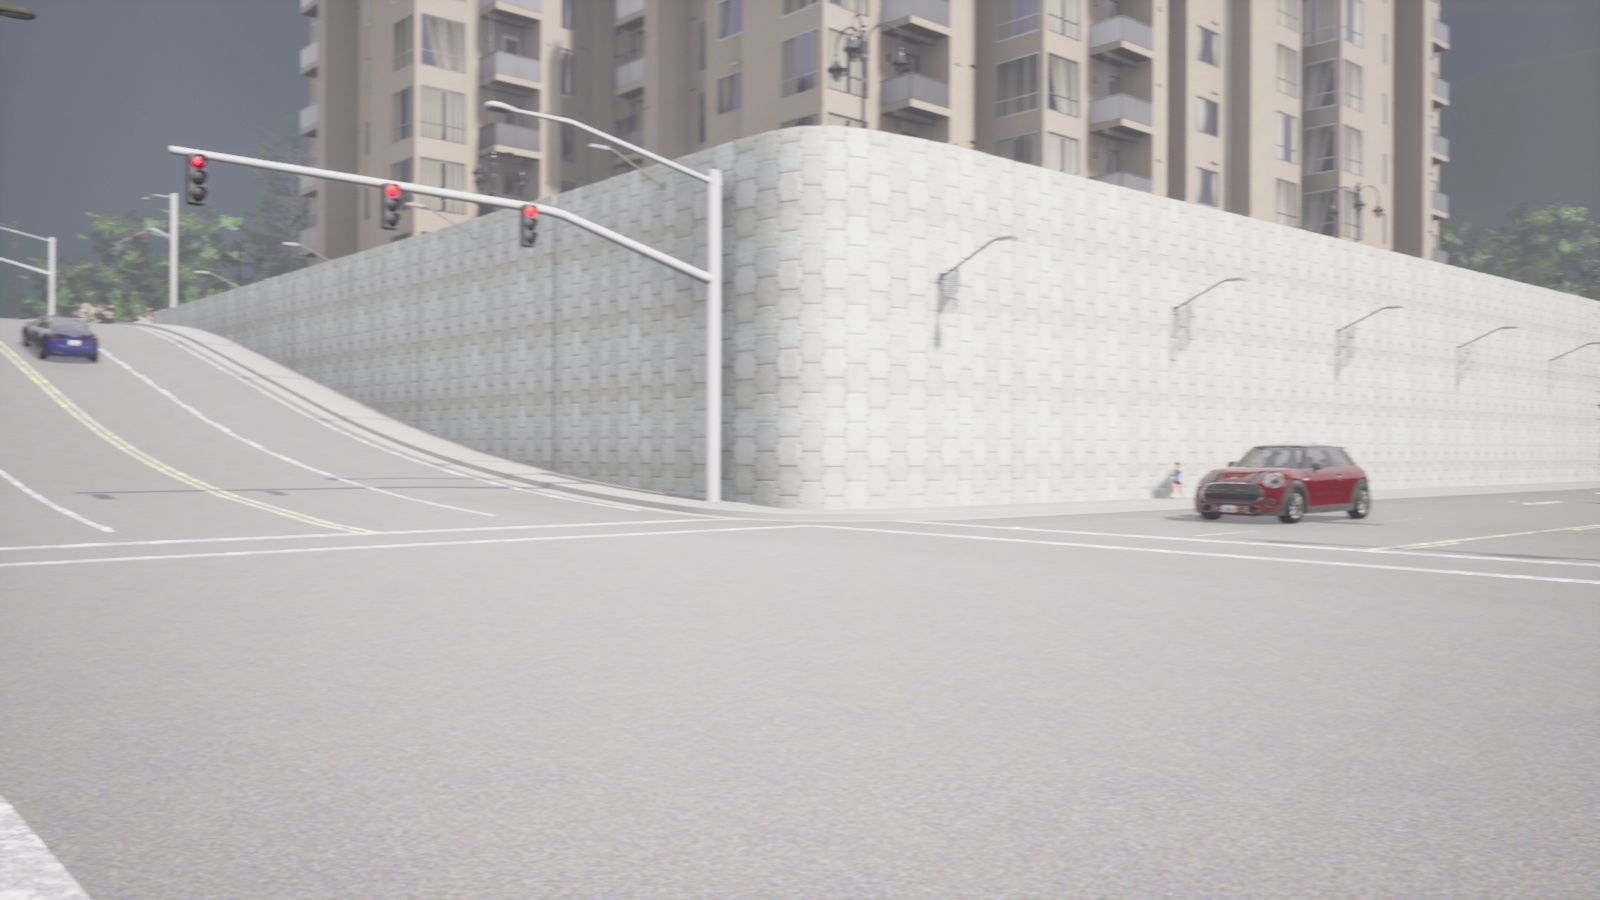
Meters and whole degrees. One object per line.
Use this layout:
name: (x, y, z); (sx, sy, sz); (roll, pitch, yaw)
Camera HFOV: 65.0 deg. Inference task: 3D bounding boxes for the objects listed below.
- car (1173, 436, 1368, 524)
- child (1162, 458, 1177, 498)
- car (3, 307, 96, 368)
car: (10.372, 0.593, 27.512); (4.553, 1.767, 2.097); (0, 0, -41)
child: (10.330, 0.767, 35.123); (0.394, 1.110, 0.255); (0, 0, -43)
car: (-28.624, -4.315, 47.849); (2.163, 1.488, 4.792); (0, 12, -41)
